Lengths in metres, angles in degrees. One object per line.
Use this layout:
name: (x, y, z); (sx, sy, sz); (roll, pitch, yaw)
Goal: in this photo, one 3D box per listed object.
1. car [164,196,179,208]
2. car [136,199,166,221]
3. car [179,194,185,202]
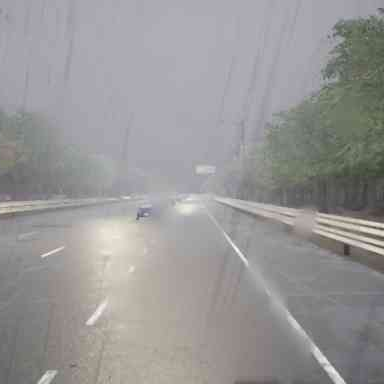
car: (-3.390, 1.550, 48.227); (2.128, 1.511, 4.902); (0, 0, 0)
car: (-3.468, 1.551, 27.554); (1.812, 1.442, 4.674); (0, 0, 0)
car: (-3.215, 1.643, 75.433); (2.033, 1.411, 5.357); (0, 0, 0)
